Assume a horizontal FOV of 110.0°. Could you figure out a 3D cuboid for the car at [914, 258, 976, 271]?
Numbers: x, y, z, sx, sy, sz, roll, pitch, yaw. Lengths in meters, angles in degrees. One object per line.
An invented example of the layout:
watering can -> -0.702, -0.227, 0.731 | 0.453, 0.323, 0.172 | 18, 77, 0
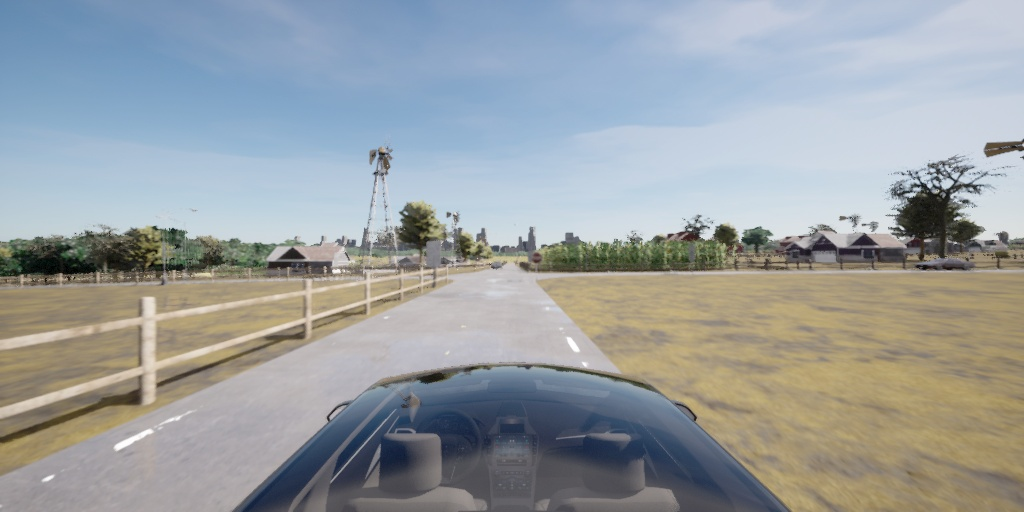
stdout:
car -> 49.077, 0.959, 40.662 | 5.357, 1.411, 2.033 | 0, 0, 0
